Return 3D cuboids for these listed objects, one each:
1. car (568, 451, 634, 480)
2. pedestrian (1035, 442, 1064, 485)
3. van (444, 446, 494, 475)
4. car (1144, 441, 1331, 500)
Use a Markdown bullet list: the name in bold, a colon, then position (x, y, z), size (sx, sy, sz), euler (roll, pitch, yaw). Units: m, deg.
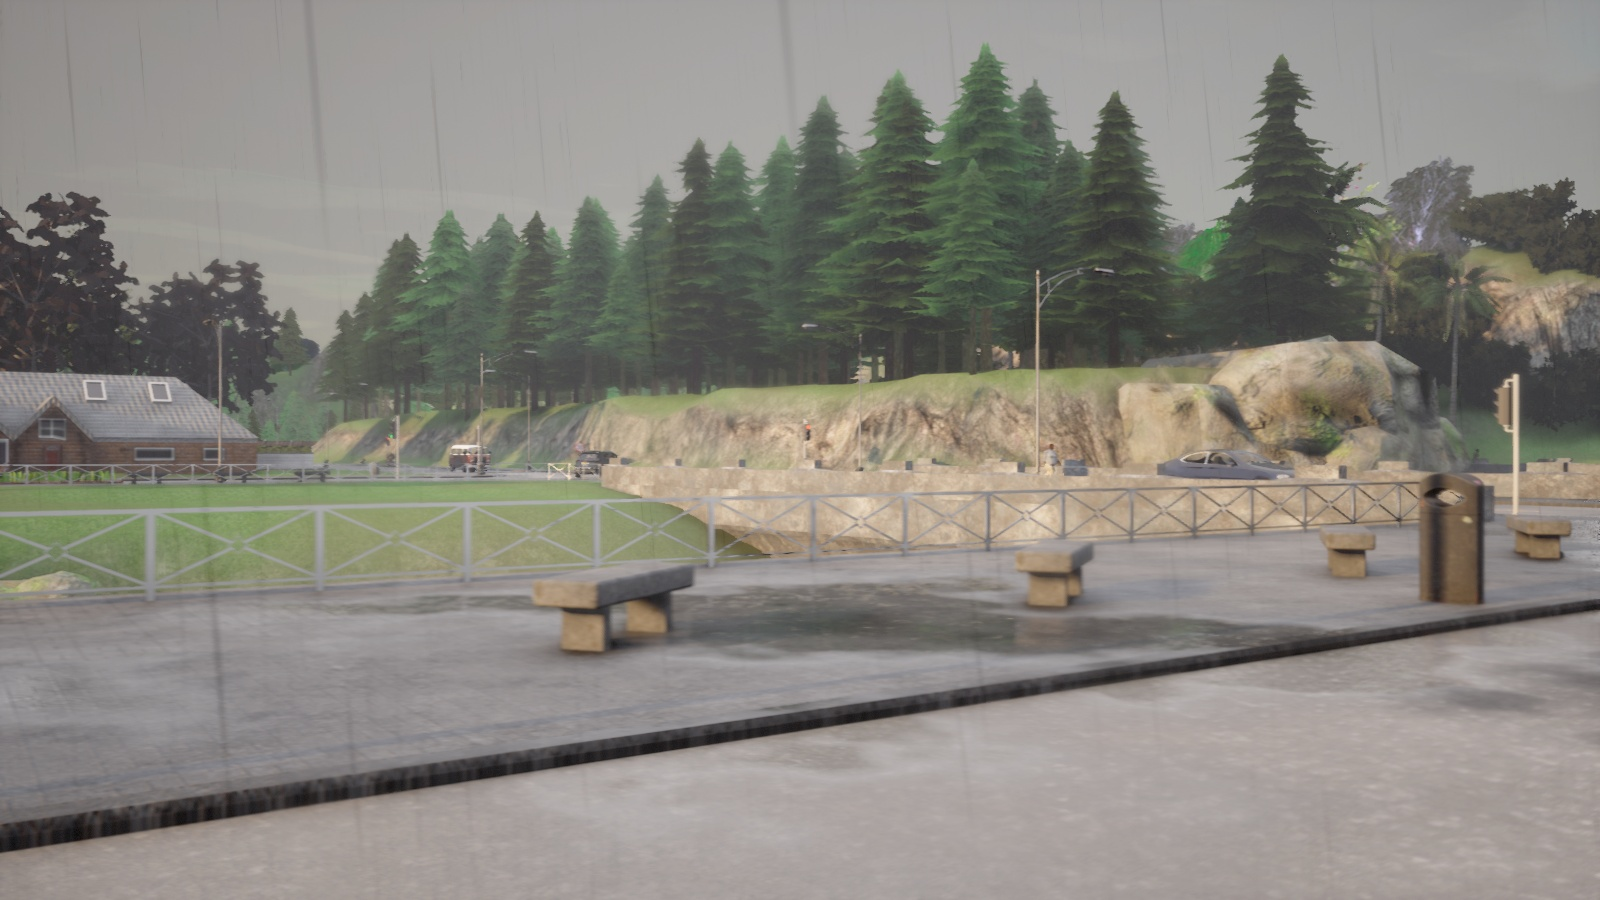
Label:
- **car**: position (-11.849, 0.884, 75.257), size (2.033, 1.649, 4.856), euler (0, 0, 16)
- **pedestrian**: position (10.874, 0.566, 54.727), size (0.874, 1.855, 0.900), euler (0, 0, -34)
- **van**: position (-24.085, 0.743, 91.276), size (2.069, 2.038, 4.480), euler (0, 0, -35)
- **car**: position (13.076, 0.589, 37.845), size (2.152, 1.651, 5.027), euler (0, 0, -35)
